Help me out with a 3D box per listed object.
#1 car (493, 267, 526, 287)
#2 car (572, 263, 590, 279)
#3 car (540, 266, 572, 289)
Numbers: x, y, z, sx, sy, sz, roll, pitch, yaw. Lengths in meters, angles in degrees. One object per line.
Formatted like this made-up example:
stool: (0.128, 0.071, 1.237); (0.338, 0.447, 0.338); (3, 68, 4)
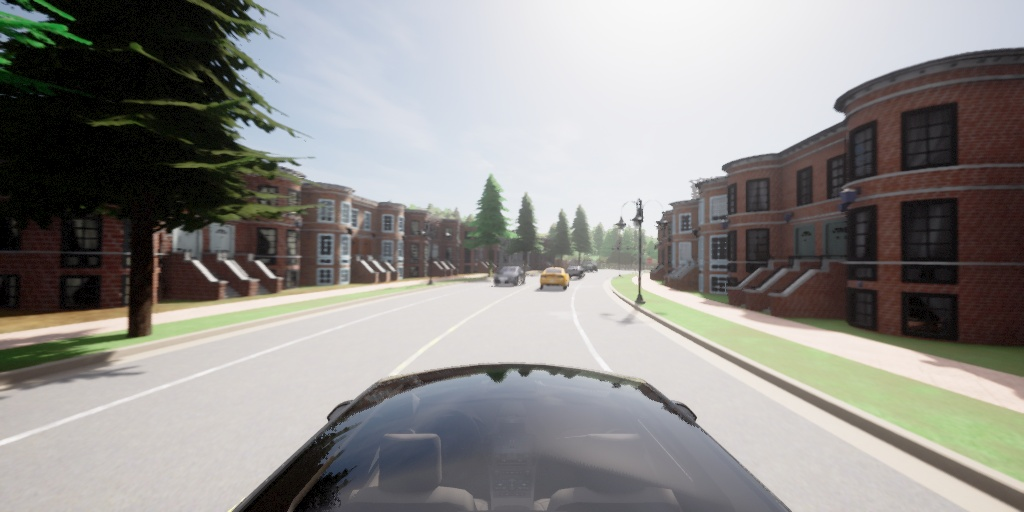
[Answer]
car: (-0.131, 1.604, 28.801); (2.128, 1.511, 4.902); (1, -1, 13)
car: (7.446, 1.884, 42.003); (2.128, 1.511, 4.902); (0, -1, 19)
car: (3.254, 1.610, 26.929); (1.882, 1.535, 5.008); (1, -1, 12)
